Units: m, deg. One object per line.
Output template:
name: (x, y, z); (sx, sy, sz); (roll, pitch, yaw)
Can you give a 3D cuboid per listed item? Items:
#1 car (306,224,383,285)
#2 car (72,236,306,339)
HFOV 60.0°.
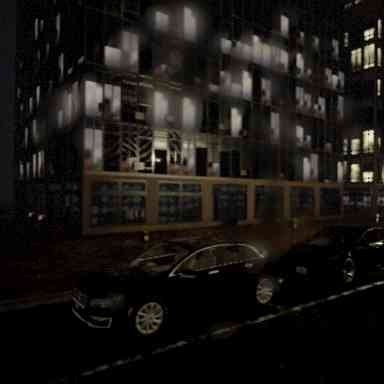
car: (4.602, 1.660, 9.839); (4.313, 1.339, 1.947); (1, 0, -36)
car: (-0.032, 1.588, 6.533); (4.403, 1.369, 2.008); (1, 0, -36)
